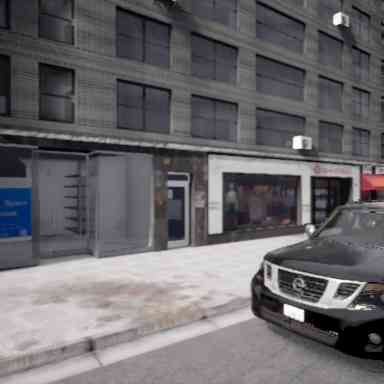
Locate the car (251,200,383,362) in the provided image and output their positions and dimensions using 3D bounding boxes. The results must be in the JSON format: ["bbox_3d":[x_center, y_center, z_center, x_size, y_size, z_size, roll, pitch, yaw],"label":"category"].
[{"bbox_3d":[3.561,1.194,5.908,5.566,2.045,2.150,0,0,-36],"label":"car"}]
